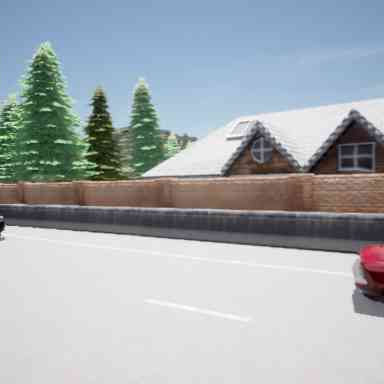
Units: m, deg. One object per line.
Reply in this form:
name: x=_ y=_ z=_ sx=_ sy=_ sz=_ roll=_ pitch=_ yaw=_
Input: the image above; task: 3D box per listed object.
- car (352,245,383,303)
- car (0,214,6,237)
car: x=5.116 y=1.334 z=5.212 sx=4.718 sy=1.301 sz=1.895 roll=0 pitch=2 yaw=28
car: x=-10.061 y=1.270 z=14.513 sx=4.902 sy=1.511 sz=2.128 roll=0 pitch=2 yaw=35
